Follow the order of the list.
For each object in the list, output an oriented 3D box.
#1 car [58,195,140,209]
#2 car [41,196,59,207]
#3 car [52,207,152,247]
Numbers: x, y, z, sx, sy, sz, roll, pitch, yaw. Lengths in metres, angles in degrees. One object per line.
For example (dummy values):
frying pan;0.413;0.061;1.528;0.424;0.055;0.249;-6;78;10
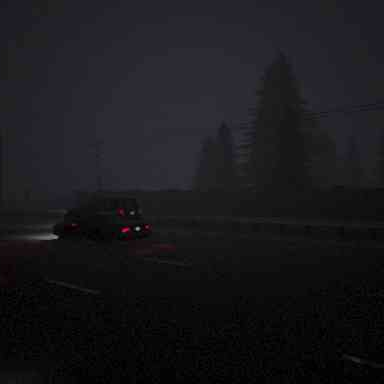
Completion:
car;-5.641;1.346;20.911;5.566;2.045;2.150;-1;0;36
car;-22.690;1.607;56.678;5.566;2.045;2.150;0;0;-27
car;-4.359;1.642;15.691;5.357;1.411;2.033;-1;0;36
